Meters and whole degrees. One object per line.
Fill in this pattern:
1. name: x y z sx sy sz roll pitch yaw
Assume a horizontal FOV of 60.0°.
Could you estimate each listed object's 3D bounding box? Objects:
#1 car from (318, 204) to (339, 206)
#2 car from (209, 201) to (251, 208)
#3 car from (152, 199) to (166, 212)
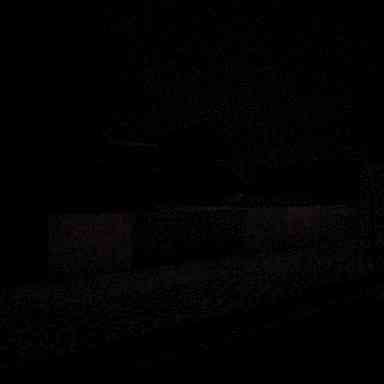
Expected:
1. car: 11.974 1.760 27.782 4.902 1.511 2.128 0 3 37
2. car: 3.909 1.739 34.179 4.902 1.511 2.128 0 3 41
3. car: -5.309 1.696 42.774 1.837 1.490 4.892 -4 5 -44
